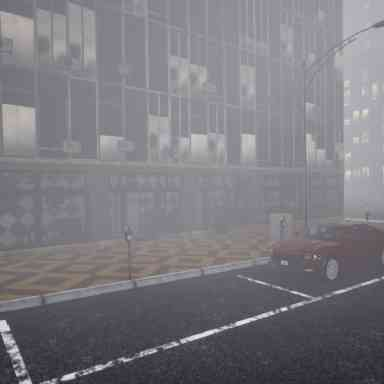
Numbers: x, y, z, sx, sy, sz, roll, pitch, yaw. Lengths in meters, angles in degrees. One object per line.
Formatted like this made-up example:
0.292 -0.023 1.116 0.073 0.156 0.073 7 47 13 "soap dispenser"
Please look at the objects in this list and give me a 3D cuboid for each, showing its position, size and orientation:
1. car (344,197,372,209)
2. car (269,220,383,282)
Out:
18.691 1.275 39.604 1.752 1.417 4.829 -1 1 -35 "car"
4.158 1.542 9.721 4.507 1.381 1.887 0 -1 -36 "car"
